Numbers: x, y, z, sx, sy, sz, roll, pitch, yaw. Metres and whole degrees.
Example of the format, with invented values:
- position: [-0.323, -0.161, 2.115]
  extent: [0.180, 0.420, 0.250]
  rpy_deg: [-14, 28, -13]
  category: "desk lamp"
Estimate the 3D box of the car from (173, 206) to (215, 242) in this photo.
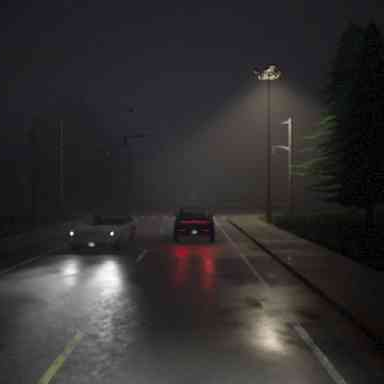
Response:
- position: [0.099, 1.448, 16.194]
  extent: [2.128, 1.511, 4.902]
  rpy_deg: [0, 0, 0]
  category: "car"

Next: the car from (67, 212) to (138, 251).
- position: [-3.569, 1.563, 14.035]
  extent: [1.895, 1.301, 4.718]
  rpy_deg: [0, 0, 0]
  category: "car"
